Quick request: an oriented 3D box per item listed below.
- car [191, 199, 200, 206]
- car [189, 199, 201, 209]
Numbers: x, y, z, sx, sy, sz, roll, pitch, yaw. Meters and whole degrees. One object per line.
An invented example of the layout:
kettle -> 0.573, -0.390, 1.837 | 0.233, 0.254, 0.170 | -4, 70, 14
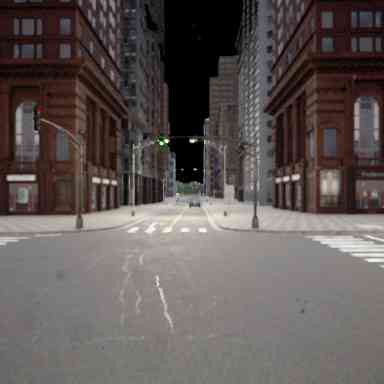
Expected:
car -> 0.690, 2.211, 69.745 | 1.895, 1.301, 4.718 | 0, -1, 1
car -> 0.528, 2.021, 59.683 | 2.097, 1.767, 4.553 | 0, -1, 1
